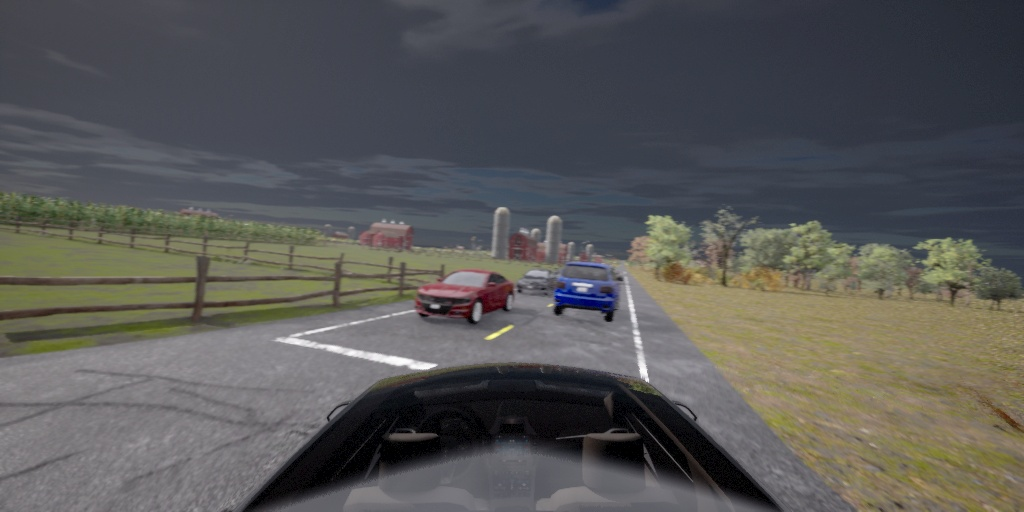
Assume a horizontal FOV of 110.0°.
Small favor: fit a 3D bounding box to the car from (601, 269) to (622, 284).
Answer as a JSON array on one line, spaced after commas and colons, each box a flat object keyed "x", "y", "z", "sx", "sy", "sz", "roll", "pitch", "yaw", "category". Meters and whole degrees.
[{"x": 11.924, "y": 2.407, "z": 42.651, "sx": 2.128, "sy": 1.511, "sz": 4.902, "roll": 4, "pitch": 0, "yaw": 17, "category": "car"}]

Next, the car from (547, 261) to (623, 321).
[{"x": 3.225, "y": 1.300, "z": 14.670, "sx": 2.150, "sy": 2.045, "sz": 5.566, "roll": 5, "pitch": 0, "yaw": 19, "category": "car"}]

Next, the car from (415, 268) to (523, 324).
[{"x": -1.357, "y": 1.183, "z": 12.212, "sx": 1.882, "sy": 1.535, "sz": 5.008, "roll": 4, "pitch": 0, "yaw": 17, "category": "car"}]

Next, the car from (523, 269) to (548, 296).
[{"x": 1.697, "y": 1.524, "z": 22.017, "sx": 1.812, "sy": 1.442, "sz": 4.674, "roll": 4, "pitch": 0, "yaw": 17, "category": "car"}]

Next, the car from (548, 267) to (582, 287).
[{"x": 4.797, "y": 1.787, "z": 31.942, "sx": 2.128, "sy": 1.511, "sz": 4.902, "roll": 4, "pitch": 0, "yaw": 18, "category": "car"}]
